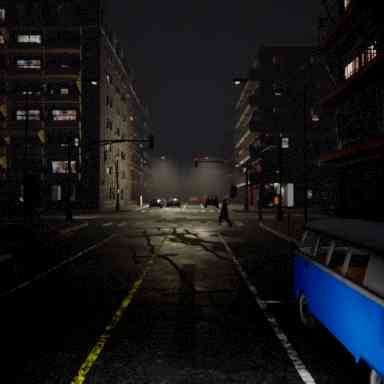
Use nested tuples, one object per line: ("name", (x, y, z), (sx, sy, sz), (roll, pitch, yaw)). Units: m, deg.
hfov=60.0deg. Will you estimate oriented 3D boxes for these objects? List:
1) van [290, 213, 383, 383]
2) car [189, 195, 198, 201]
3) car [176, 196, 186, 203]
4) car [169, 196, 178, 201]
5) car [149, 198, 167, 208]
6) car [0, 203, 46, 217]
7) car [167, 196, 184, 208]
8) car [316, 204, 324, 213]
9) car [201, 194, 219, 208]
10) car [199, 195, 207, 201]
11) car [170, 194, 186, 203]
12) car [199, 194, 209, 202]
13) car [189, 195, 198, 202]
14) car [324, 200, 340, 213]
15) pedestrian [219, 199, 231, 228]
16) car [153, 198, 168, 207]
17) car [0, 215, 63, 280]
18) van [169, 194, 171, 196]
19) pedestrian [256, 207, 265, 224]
("van", (2.569, 1.343, 4.346), (1.690, 1.788, 3.998), (1, 0, 0))
("car", (0.400, 1.527, 88.078), (2.128, 1.511, 4.902), (0, 0, 0))
("car", (-2.409, 1.656, 75.268), (1.994, 1.385, 4.181), (0, 0, 0))
("car", (-4.908, 1.715, 86.980), (2.008, 1.369, 4.403), (1, 0, 0))
("car", (-5.083, 1.606, 48.048), (1.947, 1.339, 4.313), (1, 0, 0))
("car", (-16.020, 1.641, 30.398), (4.718, 1.301, 1.895), (0, -1, 0))
("car", (-2.623, 1.604, 48.304), (1.994, 1.385, 4.181), (0, 0, 1))
("car", (14.998, 1.494, 33.135), (5.008, 1.535, 1.882), (0, -1, 1))
("car", (2.802, 1.355, 48.058), (2.192, 1.841, 5.009), (1, 0, 0))
("car", (2.973, 1.605, 86.980), (1.967, 1.590, 4.097), (1, 0, 0))
("car", (-2.547, 1.563, 60.410), (1.837, 1.490, 4.892), (0, 0, 1))
("car", (2.950, 1.448, 81.416), (2.192, 1.841, 5.009), (1, 0, 0))
("car", (0.353, 1.583, 77.653), (1.882, 1.535, 5.008), (0, 0, 0))
("car", (13.868, 1.454, 27.726), (4.403, 1.369, 2.008), (0, -1, 0))
("pedestrian", (2.120, 1.310, 21.084), (0.375, 1.860, 0.375), (1, -1, 0))
("car", (-5.058, 1.612, 53.609), (1.947, 1.339, 4.313), (1, 0, 0))
("car", (-5.257, 1.588, 9.968), (1.802, 1.307, 4.206), (1, 0, 0))
("van", (-4.929, 1.473, 81.416), (1.690, 1.788, 3.998), (1, 0, 0))
("pedestrian", (4.488, 1.531, 21.668), (0.500, 1.100, 0.500), (1, -1, 0))
